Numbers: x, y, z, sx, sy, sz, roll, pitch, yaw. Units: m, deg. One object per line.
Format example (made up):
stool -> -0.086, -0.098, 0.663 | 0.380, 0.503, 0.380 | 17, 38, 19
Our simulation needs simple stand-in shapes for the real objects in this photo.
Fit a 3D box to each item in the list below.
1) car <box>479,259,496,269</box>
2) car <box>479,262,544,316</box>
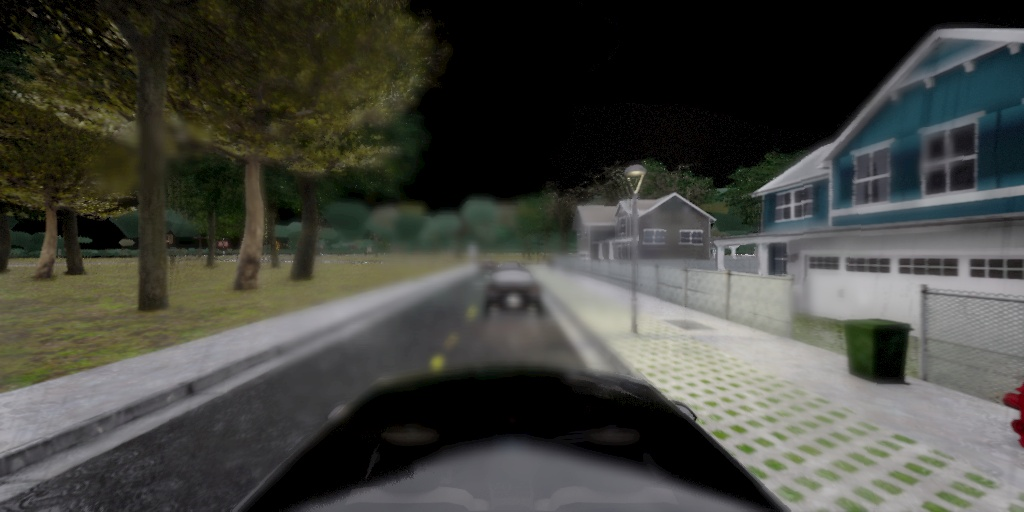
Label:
car -> -2.811, 1.088, 43.581 | 1.994, 1.385, 4.181 | 0, 0, 0
car -> 0.069, 1.161, 13.095 | 1.882, 1.535, 5.008 | 0, 0, 0
